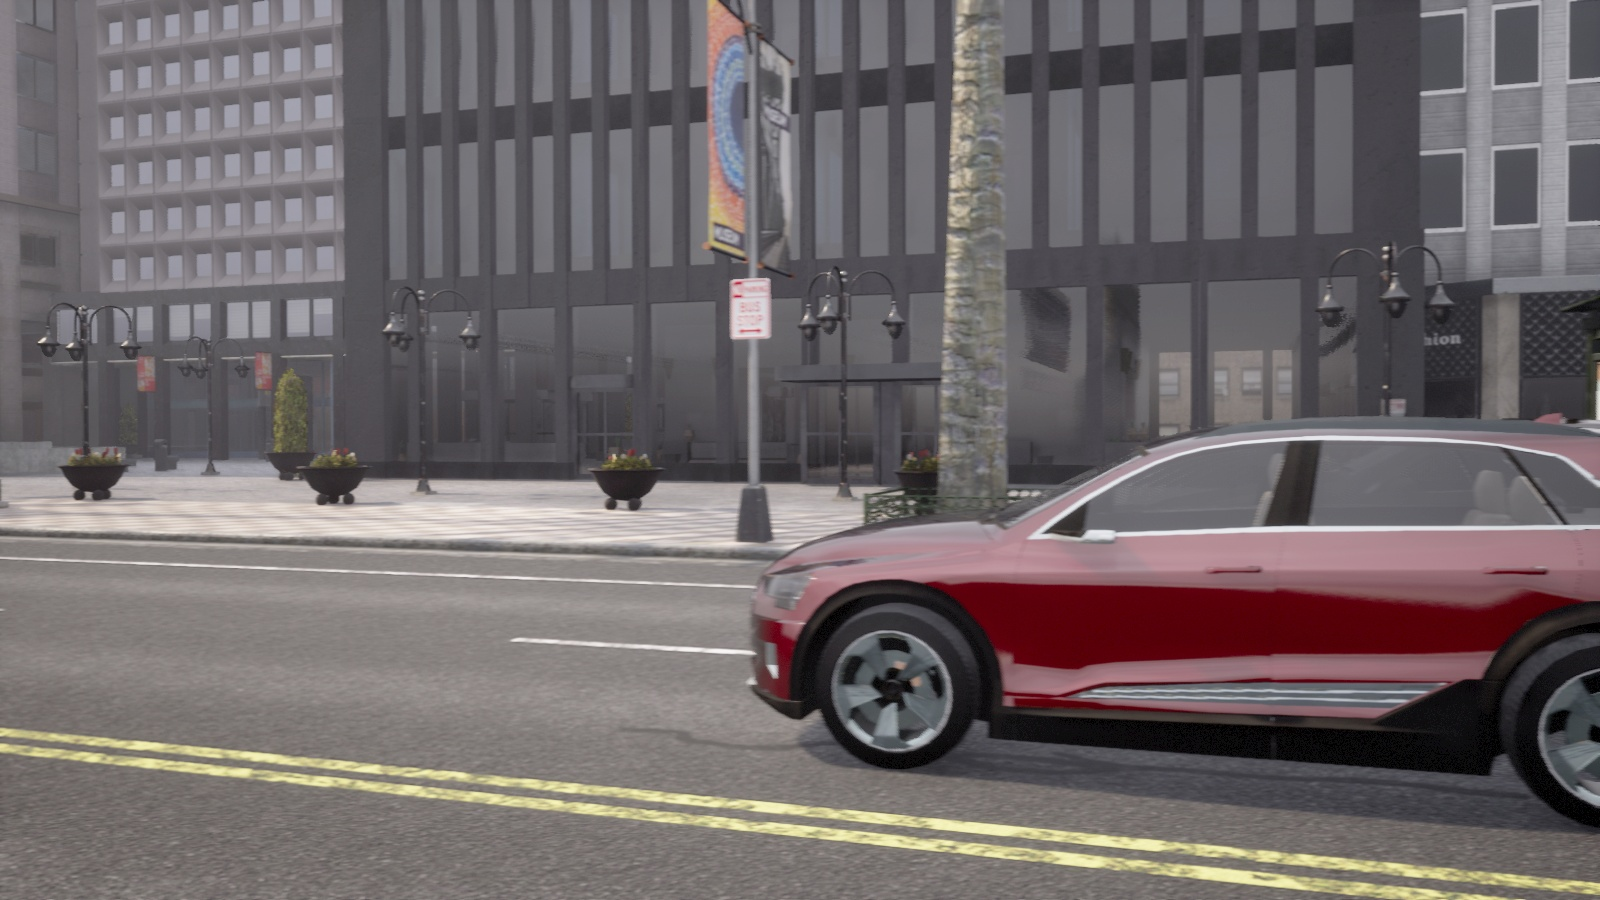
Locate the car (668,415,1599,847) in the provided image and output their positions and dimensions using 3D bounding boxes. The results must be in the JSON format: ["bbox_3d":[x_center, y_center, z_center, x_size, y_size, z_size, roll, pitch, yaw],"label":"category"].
[{"bbox_3d":[1.994,0.665,6.214,4.856,1.649,2.033,1,1,19],"label":"car"}]

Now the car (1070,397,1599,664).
[{"bbox_3d":[4.625,0.478,9.019,5.027,1.651,2.152,1,1,19],"label":"car"}]
